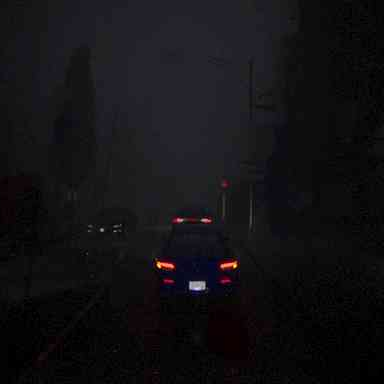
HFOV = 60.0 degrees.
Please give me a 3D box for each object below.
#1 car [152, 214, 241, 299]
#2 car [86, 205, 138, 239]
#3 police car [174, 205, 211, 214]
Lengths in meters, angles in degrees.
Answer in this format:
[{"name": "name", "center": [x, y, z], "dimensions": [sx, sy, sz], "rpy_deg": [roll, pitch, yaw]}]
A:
[{"name": "car", "center": [0.095, 1.521, 8.300], "dimensions": [1.812, 1.442, 4.674], "rpy_deg": [0, 0, 0]}, {"name": "car", "center": [-4.042, 1.496, 17.419], "dimensions": [1.837, 1.490, 4.892], "rpy_deg": [0, -1, 0]}, {"name": "police car", "center": [0.017, 1.494, 17.619], "dimensions": [2.038, 1.542, 4.974], "rpy_deg": [0, 0, 0]}]
